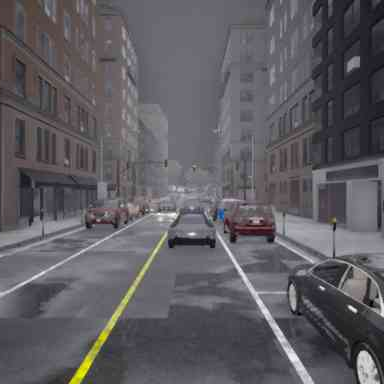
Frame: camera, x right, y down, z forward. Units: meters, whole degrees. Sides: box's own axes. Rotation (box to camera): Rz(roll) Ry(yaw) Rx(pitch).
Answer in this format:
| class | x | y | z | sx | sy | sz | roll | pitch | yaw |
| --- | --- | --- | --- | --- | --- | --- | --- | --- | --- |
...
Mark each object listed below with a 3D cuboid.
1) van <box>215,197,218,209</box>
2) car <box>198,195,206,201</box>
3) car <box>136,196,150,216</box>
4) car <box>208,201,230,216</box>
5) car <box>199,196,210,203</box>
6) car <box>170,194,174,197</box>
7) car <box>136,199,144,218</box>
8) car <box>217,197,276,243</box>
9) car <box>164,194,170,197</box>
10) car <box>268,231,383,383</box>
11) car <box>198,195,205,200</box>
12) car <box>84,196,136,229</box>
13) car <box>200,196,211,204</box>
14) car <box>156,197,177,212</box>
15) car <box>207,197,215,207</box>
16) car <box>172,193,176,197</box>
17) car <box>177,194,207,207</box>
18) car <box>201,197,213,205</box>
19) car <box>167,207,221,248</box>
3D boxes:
| class | x | y | z | sx | sy | sz | roll | pitch | yaw |
| --- | --- | --- | --- | --- | --- | --- | --- | --- | --- |
| van | 2.639 | 1.337 | 21.742 | 1.690 | 1.788 | 3.998 | 0 | 0 | 0 |
| car | 2.639 | 1.537 | 87.518 | 2.008 | 1.369 | 4.403 | 0 | 0 | 0 |
| car | -5.399 | 1.309 | 33.101 | 2.192 | 1.841 | 5.009 | 0 | 0 | 0 |
| car | 2.639 | 1.576 | 33.100 | 1.802 | 1.307 | 4.206 | 0 | 0 | 0 |
| car | 2.639 | 1.538 | 71.072 | 2.008 | 1.369 | 4.403 | 0 | 0 | 0 |
| car | -5.411 | 1.512 | 70.902 | 1.752 | 1.417 | 4.829 | 0 | 0 | 0 |
| car | -5.399 | 1.520 | 27.252 | 1.752 | 1.417 | 4.829 | 0 | 0 | 0 |
| car | 2.639 | 1.312 | 16.063 | 2.192 | 1.841 | 5.009 | 0 | 0 | 0 |
| car | -5.415 | 1.514 | 59.938 | 1.752 | 1.417 | 4.829 | 0 | 0 | 0 |
| car | 2.639 | 1.548 | 4.706 | 2.008 | 1.369 | 4.403 | 0 | 0 | 0 |
| car | 2.639 | 1.536 | 93.000 | 2.008 | 1.369 | 4.403 | 0 | 0 | 0 |
| car | -5.397 | 1.311 | 21.745 | 2.192 | 1.841 | 5.009 | 0 | 0 | 0 |
| car | 2.639 | 1.532 | 65.590 | 1.887 | 1.381 | 4.507 | 0 | 0 | 0 |
| car | -2.750 | 1.594 | 37.650 | 1.994 | 1.385 | 4.181 | 0 | 0 | 0 |
| car | 2.639 | 1.310 | 27.421 | 2.192 | 1.841 | 5.009 | 0 | 0 | 0 |
| car | -5.408 | 1.302 | 76.554 | 2.192 | 1.841 | 5.009 | 0 | 0 | 0 |
| car | 0.000 | 1.362 | 29.620 | 2.097 | 1.767 | 4.553 | 0 | 0 | 0 |
| car | 2.639 | 1.539 | 60.109 | 2.008 | 1.369 | 4.403 | 0 | 0 | 0 |
| car | 0.000 | 1.570 | 14.650 | 1.994 | 1.385 | 4.181 | 0 | 0 | 0 |
